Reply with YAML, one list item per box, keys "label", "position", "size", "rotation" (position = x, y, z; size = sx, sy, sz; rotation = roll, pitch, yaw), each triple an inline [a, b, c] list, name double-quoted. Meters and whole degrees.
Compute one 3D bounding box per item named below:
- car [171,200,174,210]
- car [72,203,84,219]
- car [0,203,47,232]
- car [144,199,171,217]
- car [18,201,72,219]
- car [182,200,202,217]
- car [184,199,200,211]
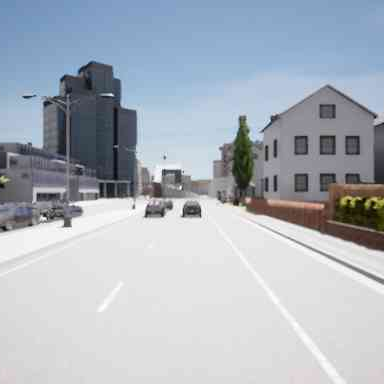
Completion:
- label: "car"
  position: [-3.481, 1.672, 45.100]
  size: [2.128, 1.511, 4.902]
  rotation: [0, 0, 0]
- label: "car"
  position: [-11.562, 1.687, 30.908]
  size: [1.994, 1.385, 4.181]
  rotation: [0, 0, 1]
- label: "car"
  position: [-11.575, 1.632, 21.179]
  size: [2.033, 1.411, 5.357]
  rotation: [0, 0, 0]
- label: "car"
  position: [-3.500, 1.622, 32.539]
  size: [2.128, 1.511, 4.902]
  rotation: [0, 0, 0]
- label: "car"
  position: [-11.502, 1.347, 26.379]
  size: [1.812, 1.442, 4.674]
  rotation: [0, 0, 0]
- label: "car"
  position: [0.003, 1.608, 32.900]
  size: [1.882, 1.535, 5.008]
  rotation: [0, 0, 0]
- label: "car"
  position: [0.025, 1.745, 45.393]
  size: [1.994, 1.385, 4.181]
  rotation: [0, 0, 0]
